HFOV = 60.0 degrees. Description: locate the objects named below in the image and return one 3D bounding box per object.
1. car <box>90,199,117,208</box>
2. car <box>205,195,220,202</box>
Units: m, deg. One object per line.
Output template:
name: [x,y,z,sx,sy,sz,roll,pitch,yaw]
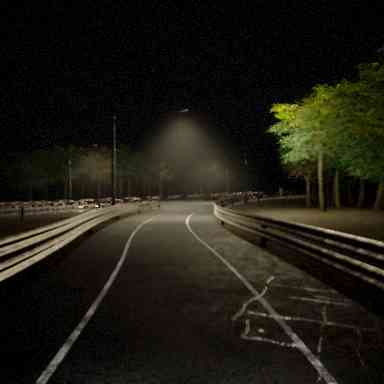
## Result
car: [-13.393,1.865,51.310,2.097,1.767,4.553,0,1,34]
car: [4.781,1.452,77.835,1.837,1.490,4.892,0,1,34]
